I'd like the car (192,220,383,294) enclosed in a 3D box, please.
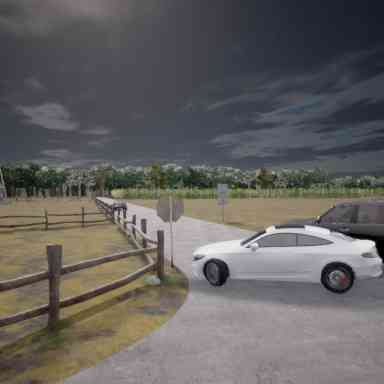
[{"bbox_3d":[2.299,1.612,8.708,4.674,1.442,1.812,-2,0,17],"label":"car"}]

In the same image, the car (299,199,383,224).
[{"bbox_3d":[5.103,1.225,9.799,2.150,2.045,5.566,-2,0,-40],"label":"car"}]

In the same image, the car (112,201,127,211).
[{"bbox_3d":[-10.795,1.979,49.473,2.033,1.411,5.357,-2,0,-18],"label":"car"}]
